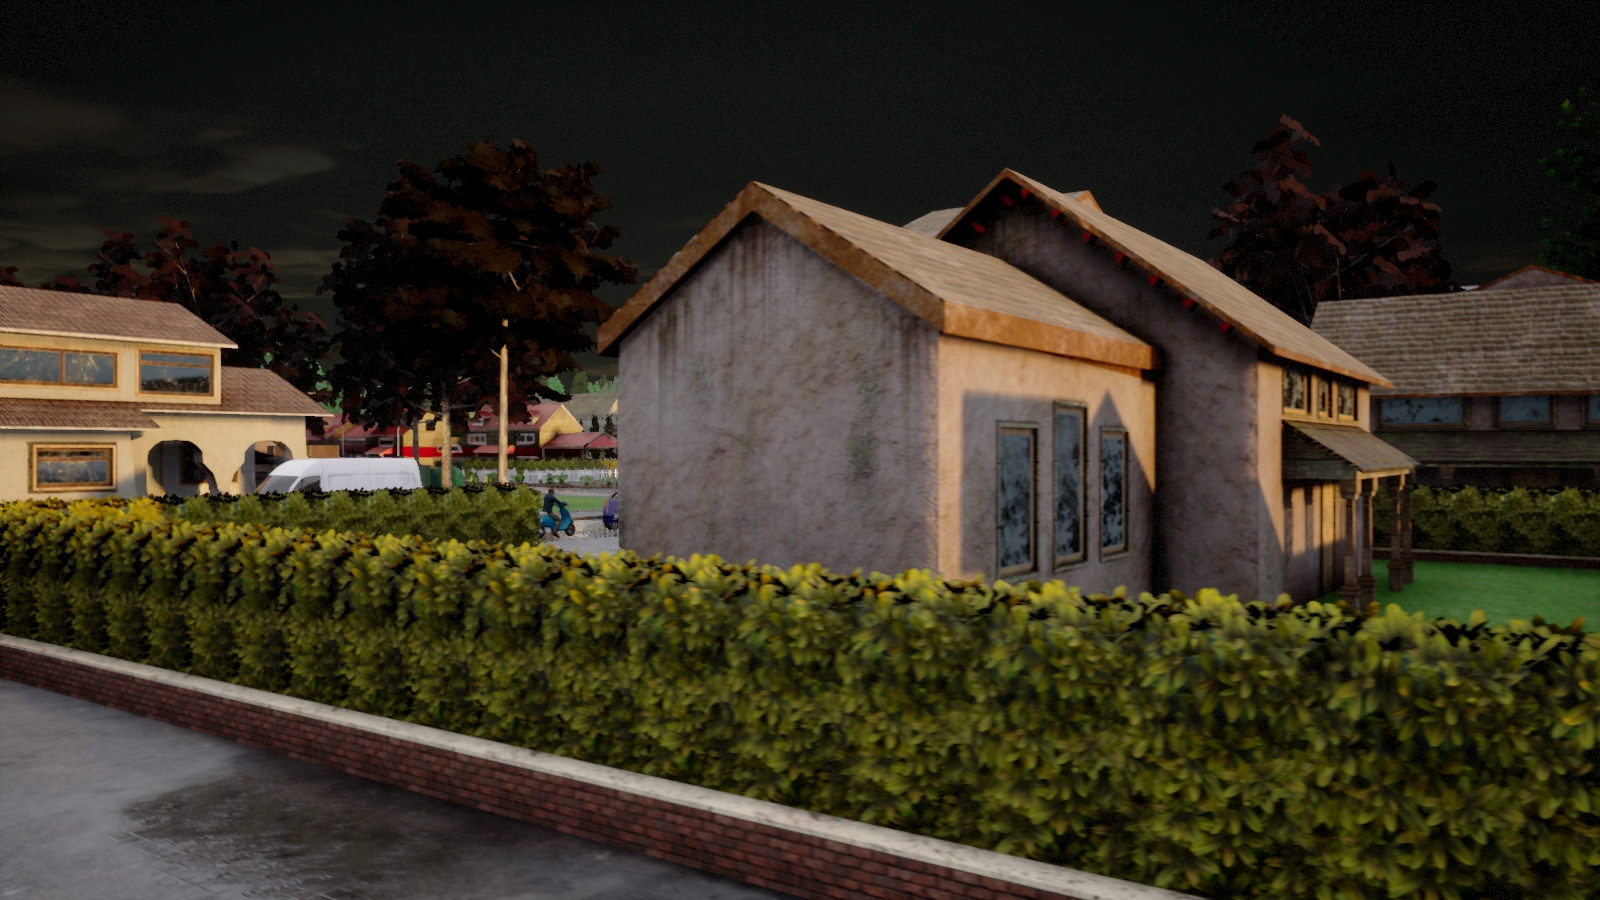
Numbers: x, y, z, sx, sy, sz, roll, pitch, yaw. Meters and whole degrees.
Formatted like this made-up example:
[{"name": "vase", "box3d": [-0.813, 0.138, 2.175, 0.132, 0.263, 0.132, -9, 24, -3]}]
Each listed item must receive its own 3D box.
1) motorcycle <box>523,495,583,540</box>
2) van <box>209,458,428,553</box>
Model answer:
[{"name": "motorcycle", "box3d": [-7.897, 2.141, 36.589, 0.856, 1.316, 1.805, 0, 0, 35]}, {"name": "van", "box3d": [-14.311, 1.534, 34.358, 1.988, 2.561, 5.915, 0, 0, 35]}]
